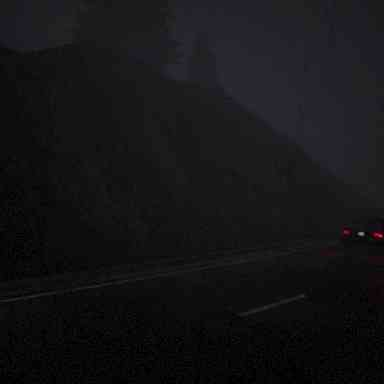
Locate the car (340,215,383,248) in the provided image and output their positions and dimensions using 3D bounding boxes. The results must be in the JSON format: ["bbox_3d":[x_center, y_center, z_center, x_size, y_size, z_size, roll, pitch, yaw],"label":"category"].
[{"bbox_3d":[8.587,1.746,14.959,5.357,1.411,2.033,1,-1,-43],"label":"car"}]
